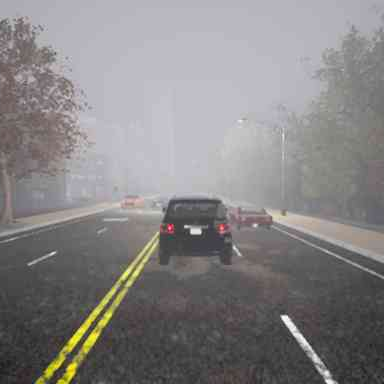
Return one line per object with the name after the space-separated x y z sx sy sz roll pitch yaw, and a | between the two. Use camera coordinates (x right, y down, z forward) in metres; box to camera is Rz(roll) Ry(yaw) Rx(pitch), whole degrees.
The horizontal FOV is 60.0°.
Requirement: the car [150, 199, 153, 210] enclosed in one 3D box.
-3.646 1.195 38.091 2.128 1.511 4.902 0 0 -1 | car

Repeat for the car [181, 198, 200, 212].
-0.160 1.324 35.345 1.895 1.301 4.718 0 0 -1 | car

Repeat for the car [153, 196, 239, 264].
0.103 1.130 11.554 2.150 2.045 5.566 0 0 0 | car

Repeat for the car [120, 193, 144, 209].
-6.903 1.050 38.631 2.097 1.767 4.553 0 1 -1 | car

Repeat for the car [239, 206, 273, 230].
3.312 1.445 19.693 1.895 1.301 4.718 0 0 -1 | car

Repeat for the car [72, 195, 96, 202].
-20.672 1.326 63.520 4.313 1.339 1.947 -1 2 -1 | car
